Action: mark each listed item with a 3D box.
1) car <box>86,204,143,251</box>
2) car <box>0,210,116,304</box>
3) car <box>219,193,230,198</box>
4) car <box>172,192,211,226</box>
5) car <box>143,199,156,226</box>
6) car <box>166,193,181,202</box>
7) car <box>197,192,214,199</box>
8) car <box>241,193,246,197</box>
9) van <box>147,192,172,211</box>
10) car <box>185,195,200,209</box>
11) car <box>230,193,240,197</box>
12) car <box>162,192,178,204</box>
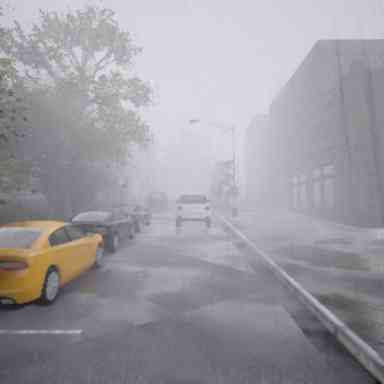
[{"bbox_3d":[-3.657,1.394,13.647,2.097,1.535,5.008,0,1,2],"label":"car"},{"bbox_3d":[-3.645,1.429,8.086,2.097,1.535,5.008,1,0,2],"label":"car"},{"bbox_3d":[6.772,0.897,85.025,2.097,1.535,5.008,-3,-3,36],"label":"car"},{"bbox_3d":[0.079,1.085,22.073,2.150,2.045,5.566,0,1,0],"label":"car"},{"bbox_3d":[-3.665,1.389,19.254,2.163,1.488,4.792,0,1,2],"label":"car"},{"bbox_3d":[-3.215,0.963,58.721,2.097,1.535,5.008,0,0,2],"label":"car"},{"bbox_3d":[3.338,0.872,80.276,2.231,1.521,4.892,-2,-1,29],"label":"car"},{"bbox_3d":[14.404,1.020,93.277,5.008,1.535,2.097,0,-3,-40],"label":"car"},{"bbox_3d":[-3.660,0.999,36.056,1.878,1.987,4.442,1,1,2],"label":"van"},{"bbox_3d":[0.062,1.198,40.950,1.837,1.490,4.892,0,1,0],"label":"car"},{"bbox_3d":[10.297,0.953,89.477,2.231,1.521,4.892,-3,-3,42],"label":"car"},{"bbox_3d":[-3.451,0.908,53.018,2.185,1.767,4.553,-1,1,2],"label":"car"}]
